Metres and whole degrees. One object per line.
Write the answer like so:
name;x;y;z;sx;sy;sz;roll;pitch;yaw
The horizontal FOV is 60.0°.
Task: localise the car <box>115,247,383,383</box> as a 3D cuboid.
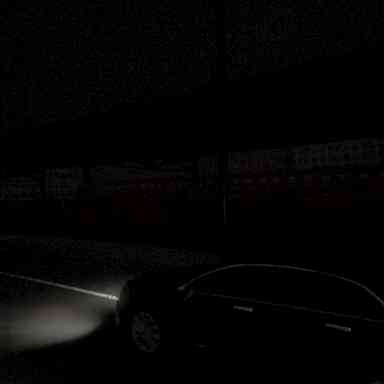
car;1.088;1.499;4.377;4.892;1.490;1.837;0;0;34
